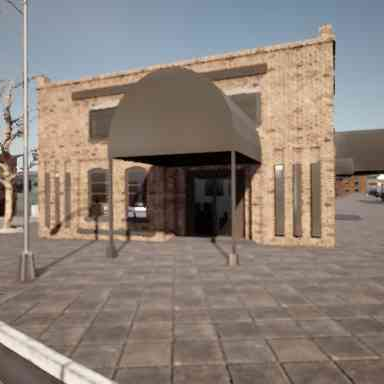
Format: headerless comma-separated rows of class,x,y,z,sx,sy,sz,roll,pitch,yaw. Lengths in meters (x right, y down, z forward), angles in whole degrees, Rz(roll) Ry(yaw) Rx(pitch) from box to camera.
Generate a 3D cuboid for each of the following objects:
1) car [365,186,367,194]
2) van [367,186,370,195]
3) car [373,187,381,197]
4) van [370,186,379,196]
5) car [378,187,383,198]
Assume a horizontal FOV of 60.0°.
car,41.762,-0.081,76.798,2.002,1.452,4.674,-1,1,24
van,39.483,-0.239,71.600,1.878,1.987,4.442,-1,1,24
car,35.426,0.283,61.387,2.163,1.488,4.792,-1,1,21
van,37.392,-0.111,66.472,1.878,1.987,4.442,-1,1,22
car,33.558,0.390,56.222,2.097,1.535,5.008,0,1,20
